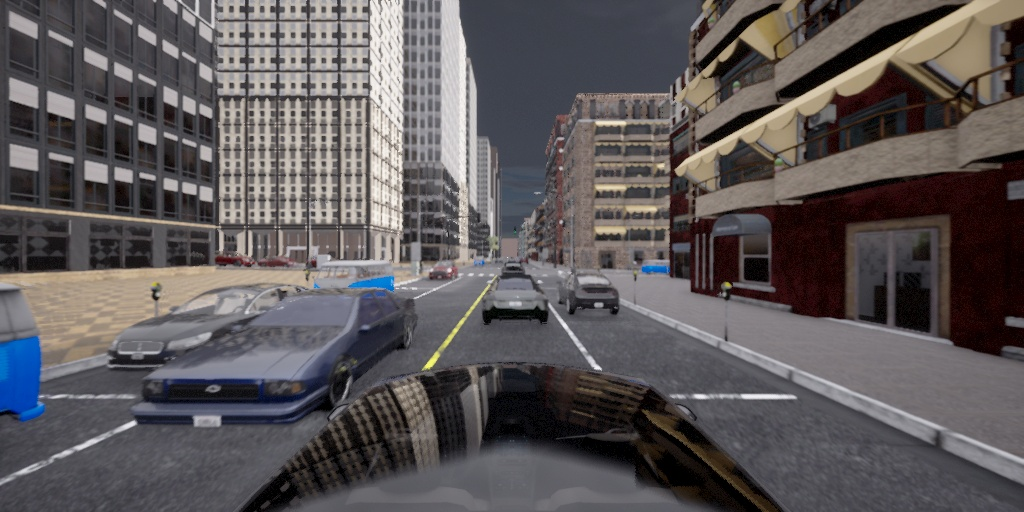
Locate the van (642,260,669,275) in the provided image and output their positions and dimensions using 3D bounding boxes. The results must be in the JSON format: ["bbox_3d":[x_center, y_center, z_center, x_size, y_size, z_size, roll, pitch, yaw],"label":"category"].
[{"bbox_3d":[16.898,1.378,40.956,3.998,1.789,1.690,0,0,0],"label":"van"}]

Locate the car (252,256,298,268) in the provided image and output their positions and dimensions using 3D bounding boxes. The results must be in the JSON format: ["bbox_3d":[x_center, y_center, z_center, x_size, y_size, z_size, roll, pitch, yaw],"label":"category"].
[{"bbox_3d":[-26.735,0.774,40.976,4.207,1.307,1.802,0,0,0],"label":"car"}]

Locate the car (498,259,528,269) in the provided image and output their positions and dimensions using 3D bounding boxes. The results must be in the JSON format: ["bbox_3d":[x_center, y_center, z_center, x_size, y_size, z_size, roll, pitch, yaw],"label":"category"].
[{"bbox_3d":[0.090,1.201,28.429,1.837,1.490,4.892,0,0,0],"label":"car"}]

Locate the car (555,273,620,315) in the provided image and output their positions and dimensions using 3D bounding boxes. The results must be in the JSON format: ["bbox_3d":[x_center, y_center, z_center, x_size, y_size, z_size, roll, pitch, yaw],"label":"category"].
[{"bbox_3d":[2.687,1.276,13.287,2.007,1.370,4.403,0,0,0],"label":"car"}]

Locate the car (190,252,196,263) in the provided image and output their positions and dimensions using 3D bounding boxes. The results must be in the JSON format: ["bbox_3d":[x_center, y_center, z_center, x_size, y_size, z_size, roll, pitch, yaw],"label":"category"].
[{"bbox_3d":[-38.630,0.306,43.550,4.553,1.767,2.097,1,0,0],"label":"car"}]

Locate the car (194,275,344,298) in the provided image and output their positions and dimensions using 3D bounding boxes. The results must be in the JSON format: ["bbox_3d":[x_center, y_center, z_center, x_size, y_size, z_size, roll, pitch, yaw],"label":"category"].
[{"bbox_3d":[-5.691,1.287,7.636,2.007,1.370,4.403,0,0,0],"label":"car"}]

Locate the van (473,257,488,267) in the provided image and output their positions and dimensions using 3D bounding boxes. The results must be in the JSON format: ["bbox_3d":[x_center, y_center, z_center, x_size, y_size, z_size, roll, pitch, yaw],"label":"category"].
[{"bbox_3d":[-5.712,0.980,62.704,1.690,1.789,3.998,0,0,0],"label":"van"}]

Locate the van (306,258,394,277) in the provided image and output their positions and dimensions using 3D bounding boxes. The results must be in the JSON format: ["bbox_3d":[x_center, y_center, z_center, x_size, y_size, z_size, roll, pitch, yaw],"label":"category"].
[{"bbox_3d":[-5.693,1.066,13.284,1.690,1.789,3.998,0,0,0],"label":"van"}]

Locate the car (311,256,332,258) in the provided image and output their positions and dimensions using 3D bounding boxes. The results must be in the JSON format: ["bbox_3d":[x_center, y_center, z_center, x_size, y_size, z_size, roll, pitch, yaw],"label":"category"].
[{"bbox_3d":[-21.161,0.740,40.991,4.097,1.591,1.967,0,0,0],"label":"car"}]

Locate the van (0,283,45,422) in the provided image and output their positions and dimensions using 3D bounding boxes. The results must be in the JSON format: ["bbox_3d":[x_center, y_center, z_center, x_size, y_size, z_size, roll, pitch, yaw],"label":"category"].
[{"bbox_3d":[-5.689,1.090,1.987,1.690,1.789,3.998,0,0,0],"label":"van"}]

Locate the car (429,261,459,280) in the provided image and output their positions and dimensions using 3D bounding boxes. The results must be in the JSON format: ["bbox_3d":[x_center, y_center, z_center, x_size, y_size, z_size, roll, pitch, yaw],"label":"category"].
[{"bbox_3d":[-5.700,1.133,30.230,1.967,1.591,4.097,0,0,0],"label":"car"}]

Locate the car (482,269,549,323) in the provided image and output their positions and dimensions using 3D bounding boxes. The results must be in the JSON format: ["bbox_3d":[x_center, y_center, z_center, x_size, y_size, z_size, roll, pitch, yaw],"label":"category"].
[{"bbox_3d":[0.096,1.292,11.972,1.994,1.385,4.181,0,0,0],"label":"car"}]

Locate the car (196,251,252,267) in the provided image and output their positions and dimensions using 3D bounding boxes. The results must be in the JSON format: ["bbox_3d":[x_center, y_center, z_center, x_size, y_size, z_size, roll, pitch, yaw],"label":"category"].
[{"bbox_3d":[-32.309,0.400,40.961,5.009,1.841,2.192,0,0,0],"label":"car"}]

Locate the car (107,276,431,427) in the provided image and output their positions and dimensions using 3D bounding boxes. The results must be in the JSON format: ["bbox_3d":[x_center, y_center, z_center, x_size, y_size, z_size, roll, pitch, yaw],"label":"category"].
[{"bbox_3d":[-3.102,1.287,6.308,2.033,1.411,5.357,0,0,0],"label":"car"}]
